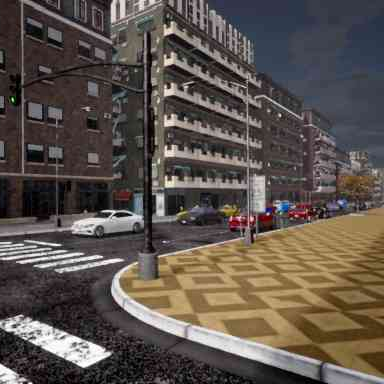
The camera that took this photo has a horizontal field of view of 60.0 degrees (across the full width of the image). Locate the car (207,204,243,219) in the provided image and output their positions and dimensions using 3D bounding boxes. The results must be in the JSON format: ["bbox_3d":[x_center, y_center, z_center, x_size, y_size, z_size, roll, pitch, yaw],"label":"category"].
[{"bbox_3d":[3.663,2.090,36.077,1.752,1.417,4.829,-2,-2,35],"label":"car"}]

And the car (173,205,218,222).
[{"bbox_3d":[0.432,2.002,31.444,1.752,1.417,4.829,-2,-2,35],"label":"car"}]

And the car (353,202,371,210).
[{"bbox_3d":[29.967,2.583,59.273,1.947,1.339,4.313,-2,-2,35],"label":"car"}]

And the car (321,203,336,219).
[{"bbox_3d":[13.814,2.141,36.101,1.947,1.339,4.313,-2,-2,35],"label":"car"}]

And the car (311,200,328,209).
[{"bbox_3d":[26.372,2.501,68.665,2.192,1.841,5.009,-2,-2,35],"label":"car"}]

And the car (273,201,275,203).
[{"bbox_3d":[6.951,2.049,36.281,1.882,1.535,5.008,-1,-1,35],"label":"car"}]

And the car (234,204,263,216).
[{"bbox_3d":[6.991,2.222,40.851,1.947,1.339,4.313,-2,-2,35],"label":"car"}]

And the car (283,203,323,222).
[{"bbox_3d":[10.583,2.032,31.467,1.887,1.381,4.507,-2,-2,35],"label":"car"}]

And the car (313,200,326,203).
[{"bbox_3d":[17.650,2.267,46.058,1.837,1.490,4.892,-1,-1,35],"label":"car"}]

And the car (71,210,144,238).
[{"bbox_3d":[-4.766,1.778,19.475,1.812,1.442,4.674,-1,-1,34],"label":"car"}]

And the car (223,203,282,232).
[{"bbox_3d":[4.121,1.751,22.201,1.967,1.590,4.097,-2,-2,35],"label":"car"}]

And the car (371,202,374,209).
[{"bbox_3d":[36.428,2.745,68.542,2.008,1.369,4.403,-2,-2,35],"label":"car"}]

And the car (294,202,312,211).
[{"bbox_3d":[19.913,2.554,59.390,1.887,1.381,4.507,-2,-2,35],"label":"car"}]

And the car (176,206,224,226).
[{"bbox_3d":[0.937,1.955,27.668,2.033,1.411,5.357,-1,-1,35],"label":"car"}]

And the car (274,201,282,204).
[{"bbox_3d":[10.221,2.289,45.486,1.887,1.381,4.507,-2,-2,35],"label":"car"}]

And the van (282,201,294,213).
[{"bbox_3d":[13.450,2.174,50.126,1.690,1.788,3.998,-2,-2,35],"label":"van"}]

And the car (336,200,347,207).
[{"bbox_3d":[39.198,2.882,87.141,1.690,1.788,3.998,-2,-2,35],"label":"car"}]

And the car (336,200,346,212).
[{"bbox_3d":[23.454,2.468,54.398,2.033,1.411,5.357,-1,-1,36],"label":"car"}]
